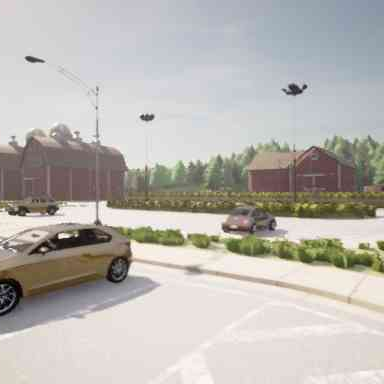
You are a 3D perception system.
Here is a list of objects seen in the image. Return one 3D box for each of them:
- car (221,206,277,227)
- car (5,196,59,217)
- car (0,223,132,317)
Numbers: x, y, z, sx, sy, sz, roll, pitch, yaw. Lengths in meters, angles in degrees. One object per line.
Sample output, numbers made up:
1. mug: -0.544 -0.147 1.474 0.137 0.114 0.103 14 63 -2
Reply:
1. car: 3.260 1.522 18.665 1.784 1.438 3.905 0 0 36
2. car: -15.072 1.322 31.677 1.932 1.855 4.605 0 0 36
3. car: -3.303 1.508 7.536 1.816 1.474 4.193 0 0 36
